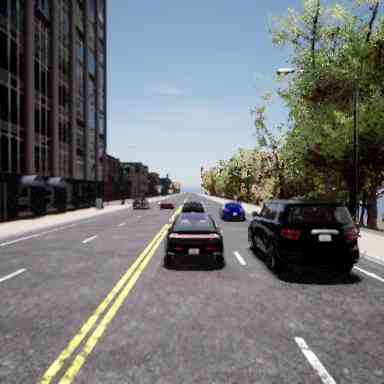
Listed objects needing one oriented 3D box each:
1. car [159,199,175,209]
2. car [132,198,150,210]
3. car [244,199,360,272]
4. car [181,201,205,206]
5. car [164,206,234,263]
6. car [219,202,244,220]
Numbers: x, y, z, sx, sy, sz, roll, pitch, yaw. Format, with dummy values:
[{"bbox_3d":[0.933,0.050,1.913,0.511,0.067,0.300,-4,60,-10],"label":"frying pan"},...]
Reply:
[{"bbox_3d":[-3.309,1.615,44.842,1.895,1.301,4.718,0,0,0],"label":"car"},{"bbox_3d":[-6.569,1.520,43.354,1.837,1.490,4.892,0,-1,0],"label":"car"},{"bbox_3d":[3.316,1.227,10.926,2.150,2.045,5.566,0,0,0],"label":"car"},{"bbox_3d":[0.082,1.486,28.461,1.882,1.535,5.008,0,0,0],"label":"car"},{"bbox_3d":[0.072,1.495,11.997,2.128,1.511,4.902,0,0,0],"label":"car"},{"bbox_3d":[3.327,1.534,27.879,1.812,1.442,4.674,0,0,0],"label":"car"}]
